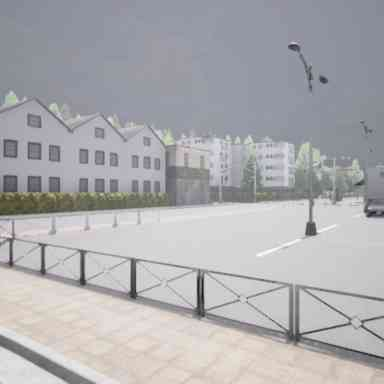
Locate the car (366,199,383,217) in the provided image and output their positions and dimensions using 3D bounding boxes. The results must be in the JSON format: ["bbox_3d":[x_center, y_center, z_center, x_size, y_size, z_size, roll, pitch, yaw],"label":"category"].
[{"bbox_3d":[15.350,1.296,26.857,2.007,1.523,4.514,0,0,35],"label":"car"}]
